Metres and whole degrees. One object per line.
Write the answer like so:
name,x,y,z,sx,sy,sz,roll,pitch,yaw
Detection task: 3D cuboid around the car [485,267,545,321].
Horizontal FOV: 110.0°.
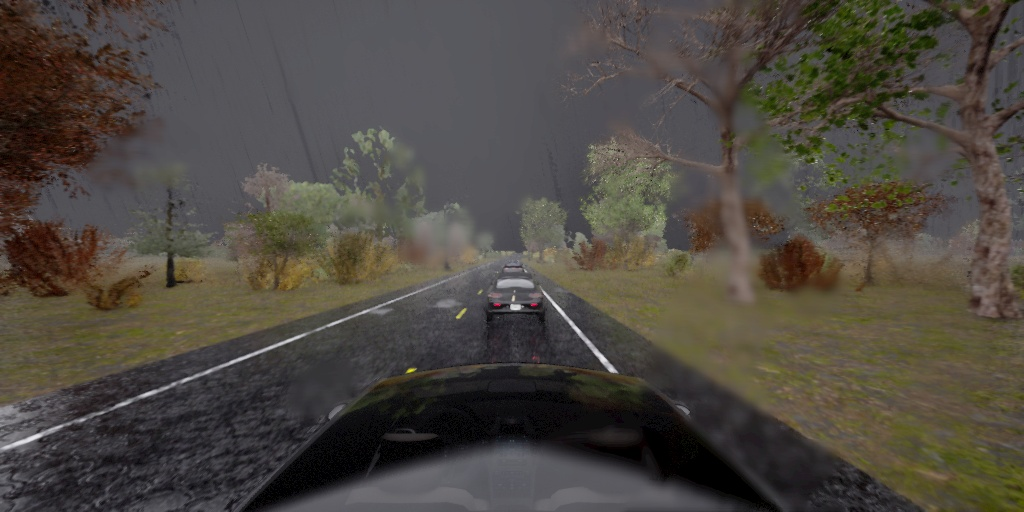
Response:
car,0.101,1.269,12.350,1.812,1.442,4.674,0,0,0

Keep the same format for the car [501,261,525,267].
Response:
car,0.106,1.209,30.838,2.128,1.511,4.902,0,0,0
